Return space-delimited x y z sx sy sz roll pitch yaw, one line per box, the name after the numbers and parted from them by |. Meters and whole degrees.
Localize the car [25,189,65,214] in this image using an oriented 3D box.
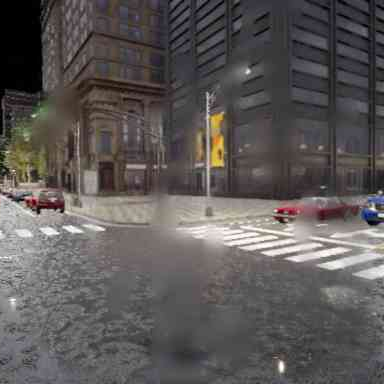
-11.279 0.678 25.922 2.192 1.841 5.009 -1 2 -32 | car

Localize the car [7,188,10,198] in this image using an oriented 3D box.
-25.989 0.351 49.398 1.802 1.307 4.206 -1 2 -32 | car

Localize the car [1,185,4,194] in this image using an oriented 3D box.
-34.817 -0.062 63.478 1.947 1.339 4.313 -1 2 -32 | car

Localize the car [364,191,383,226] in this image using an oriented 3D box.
10.283 0.479 15.435 5.566 2.045 2.150 -4 3 -32 | car

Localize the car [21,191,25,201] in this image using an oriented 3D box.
-14.220 0.794 30.621 1.887 1.381 4.507 -1 2 -32 | car

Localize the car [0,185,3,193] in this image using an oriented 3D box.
-37.759 -0.201 68.172 1.947 1.339 4.313 -1 2 -32 | car

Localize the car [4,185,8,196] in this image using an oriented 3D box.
-28.931 0.081 54.088 1.967 1.590 4.097 -1 2 -32 | car

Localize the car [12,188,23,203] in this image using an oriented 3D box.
-20.104 0.582 40.009 1.947 1.339 4.313 -1 2 -32 | car

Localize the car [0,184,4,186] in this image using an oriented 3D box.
-40.792 -0.388 73.008 1.752 1.417 4.829 -1 2 -32 | car

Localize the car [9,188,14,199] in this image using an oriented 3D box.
-23.137 0.416 44.847 1.752 1.417 4.829 -1 2 -32 | car

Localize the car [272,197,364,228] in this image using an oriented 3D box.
6.255 0.925 16.742 4.718 1.301 1.895 -3 2 -32 | car
